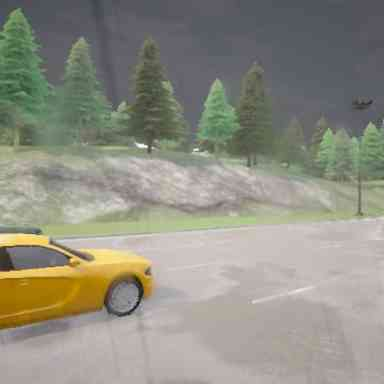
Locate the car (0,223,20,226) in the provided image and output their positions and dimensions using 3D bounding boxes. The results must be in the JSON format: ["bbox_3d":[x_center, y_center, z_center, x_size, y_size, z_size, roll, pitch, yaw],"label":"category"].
[{"bbox_3d":[-6.382,1.216,7.794,5.566,2.045,2.150,0,0,-36],"label":"car"}]

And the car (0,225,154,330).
[{"bbox_3d":[-3.060,1.487,5.863,5.008,1.535,1.882,1,0,-36],"label":"car"}]
